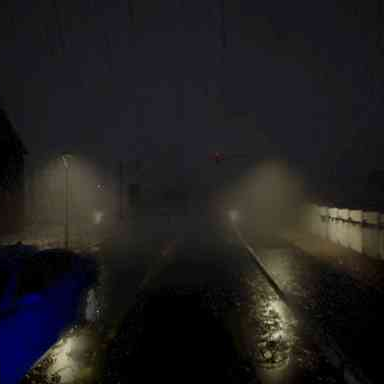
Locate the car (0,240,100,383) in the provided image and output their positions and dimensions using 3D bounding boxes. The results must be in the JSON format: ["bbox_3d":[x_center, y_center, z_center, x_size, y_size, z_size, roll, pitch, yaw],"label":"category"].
[{"bbox_3d":[-2.744,1.526,4.416,1.882,1.535,5.008,0,-1,1],"label":"car"}]

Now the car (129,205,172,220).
[{"bbox_3d":[-4.441,2.164,35.940,4.674,1.442,1.812,-1,2,9],"label":"car"}]
